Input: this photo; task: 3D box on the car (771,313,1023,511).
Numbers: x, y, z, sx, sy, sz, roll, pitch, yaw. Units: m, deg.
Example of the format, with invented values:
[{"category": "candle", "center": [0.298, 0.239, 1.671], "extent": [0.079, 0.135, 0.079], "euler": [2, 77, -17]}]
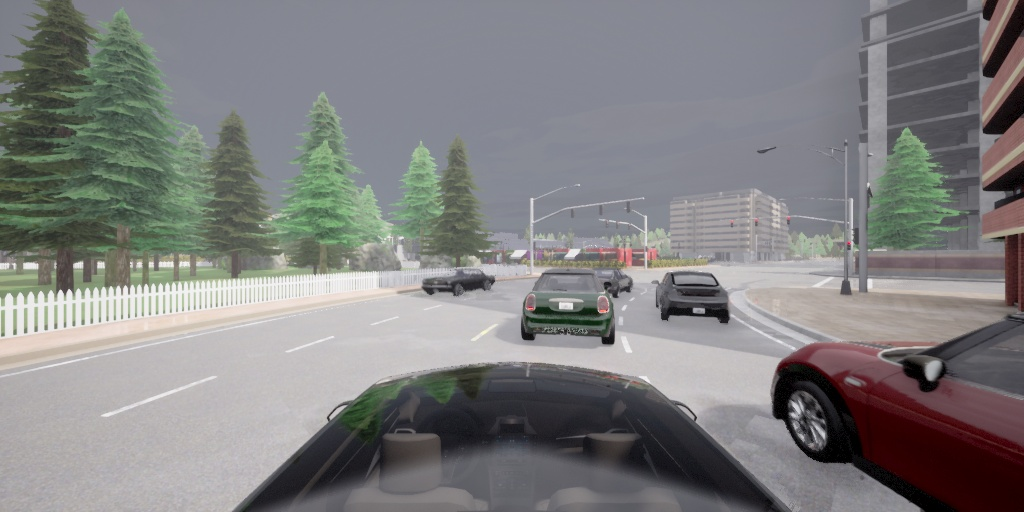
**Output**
[{"category": "car", "center": [3.898, 1.103, 2.101], "extent": [2.097, 1.767, 4.553], "euler": [0, 0, 1]}]

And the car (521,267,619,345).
[{"category": "car", "center": [1.636, 1.103, 9.842], "extent": [2.097, 1.767, 4.553], "euler": [0, 0, 13]}]

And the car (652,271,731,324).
[{"category": "car", "center": [5.955, 1.256, 12.189], "extent": [1.837, 1.490, 4.892], "euler": [0, 0, 19]}]

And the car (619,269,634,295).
[{"category": "car", "center": [4.909, 1.299, 18.585], "extent": [2.033, 1.411, 5.357], "euler": [0, 0, 29]}]

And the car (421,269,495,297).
[{"category": "car", "center": [-2.746, 1.352, 19.236], "extent": [1.895, 1.301, 4.718], "euler": [0, 0, 25]}]
